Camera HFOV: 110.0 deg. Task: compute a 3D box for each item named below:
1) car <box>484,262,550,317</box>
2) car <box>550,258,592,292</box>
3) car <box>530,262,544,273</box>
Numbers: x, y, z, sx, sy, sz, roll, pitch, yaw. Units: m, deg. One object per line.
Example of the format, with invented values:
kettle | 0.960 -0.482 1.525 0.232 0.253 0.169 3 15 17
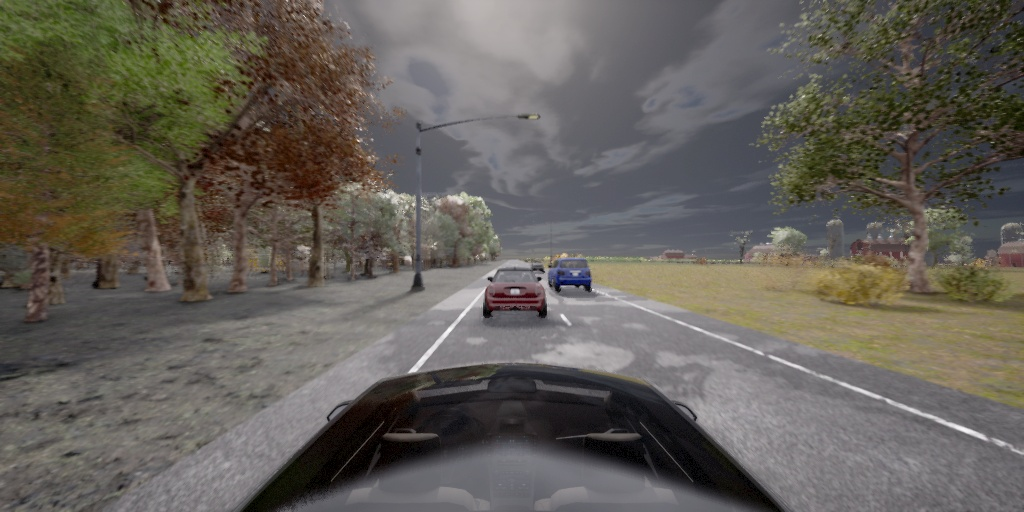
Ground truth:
car | 0.103 1.205 13.825 2.097 1.767 4.553 0 -1 0
car | 3.603 1.151 23.016 2.150 2.045 5.566 0 0 0
car | 3.608 1.668 52.446 1.837 1.490 4.892 0 0 0
